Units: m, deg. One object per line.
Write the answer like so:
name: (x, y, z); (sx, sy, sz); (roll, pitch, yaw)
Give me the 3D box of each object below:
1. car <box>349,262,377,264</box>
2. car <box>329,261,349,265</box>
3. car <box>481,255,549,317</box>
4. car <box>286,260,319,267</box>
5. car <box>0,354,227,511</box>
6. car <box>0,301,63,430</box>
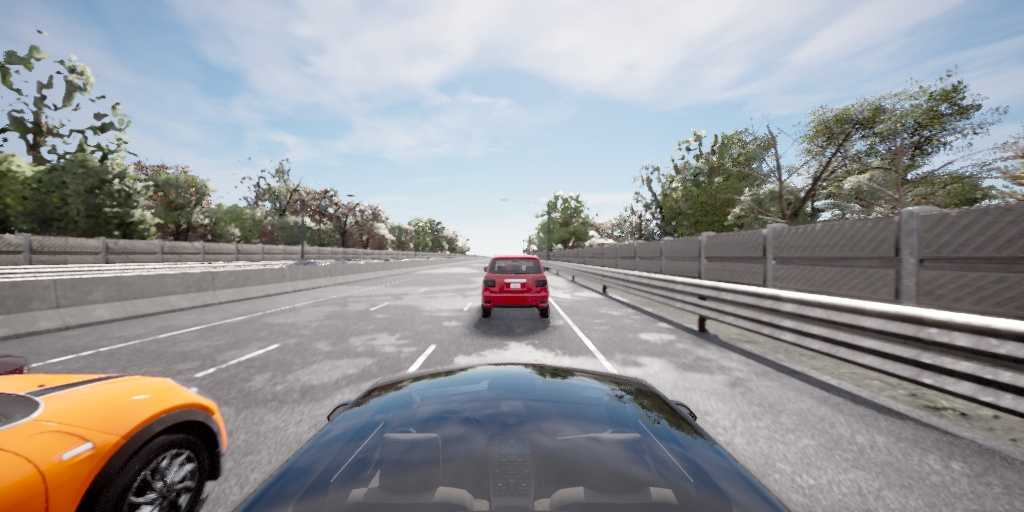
car: (-17.503, 1.362, 43.714); (1.895, 1.301, 4.718); (0, 0, 0)
car: (-21.006, 1.287, 43.521); (1.812, 1.442, 4.674); (0, 0, 0)
car: (0.103, 0.975, 13.277); (2.150, 2.045, 5.566); (0, 0, 0)
car: (-24.523, 1.269, 42.126); (1.837, 1.490, 4.892); (0, -1, 1)
car: (-3.402, 1.103, 1.047); (2.097, 1.767, 4.553); (0, 0, 0)
car: (-6.902, 1.298, 2.023); (2.033, 1.411, 5.357); (0, 0, 0)
